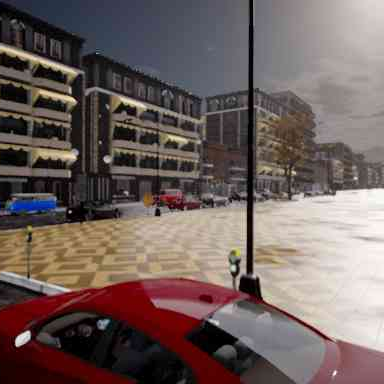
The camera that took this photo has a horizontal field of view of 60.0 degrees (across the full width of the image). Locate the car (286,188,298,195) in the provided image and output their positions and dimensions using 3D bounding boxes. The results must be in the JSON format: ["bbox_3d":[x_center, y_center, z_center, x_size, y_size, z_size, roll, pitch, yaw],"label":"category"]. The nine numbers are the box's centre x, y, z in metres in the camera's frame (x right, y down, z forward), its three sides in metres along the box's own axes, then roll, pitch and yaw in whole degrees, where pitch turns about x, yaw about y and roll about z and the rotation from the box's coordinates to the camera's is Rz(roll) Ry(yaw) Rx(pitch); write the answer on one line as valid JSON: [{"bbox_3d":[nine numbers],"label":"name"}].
[{"bbox_3d":[24.184,-0.020,83.578,2.192,1.841,5.009,2,2,35],"label":"car"}]

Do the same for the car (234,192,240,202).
[{"bbox_3d":[7.040,0.807,48.702,1.837,1.490,4.892,1,1,35],"label":"car"}]

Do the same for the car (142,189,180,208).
[{"bbox_3d":[-3.379,0.713,39.148,2.150,2.045,5.566,1,1,35],"label":"car"}]

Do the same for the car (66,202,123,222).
[{"bbox_3d":[-6.910,1.334,23.841,1.947,1.339,4.313,2,2,35],"label":"car"}]

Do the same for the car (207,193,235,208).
[{"bbox_3d":[2.586,1.057,37.585,2.008,1.369,4.403,2,2,35],"label":"car"}]

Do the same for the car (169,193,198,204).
[{"bbox_3d":[-1.142,0.918,46.931,1.947,1.339,4.313,2,2,35],"label":"car"}]

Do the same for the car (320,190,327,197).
[{"bbox_3d":[27.911,0.368,74.239,2.008,1.369,4.403,2,2,35],"label":"car"}]

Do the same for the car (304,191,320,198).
[{"bbox_3d":[24.746,0.453,69.658,2.008,1.369,4.403,2,2,35],"label":"car"}]

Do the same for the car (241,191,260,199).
[{"bbox_3d":[11.423,0.535,65.117,1.752,1.417,4.829,2,2,35],"label":"car"}]

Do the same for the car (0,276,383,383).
[{"bbox_3d":[-0.486,1.545,3.211,4.507,1.381,1.887,0,0,35],"label":"car"}]

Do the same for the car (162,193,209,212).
[{"bbox_3d":[-0.580,1.138,33.003,1.887,1.381,4.507,2,2,35],"label":"car"}]

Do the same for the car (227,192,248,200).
[{"bbox_3d":[8.354,0.659,60.676,1.947,1.339,4.313,2,2,35],"label":"car"}]

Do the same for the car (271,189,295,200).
[{"bbox_3d":[15.346,0.682,56.052,1.752,1.417,4.829,2,2,35],"label":"car"}]

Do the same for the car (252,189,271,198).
[{"bbox_3d":[14.688,0.236,69.833,2.192,1.841,5.009,2,2,35],"label":"car"}]

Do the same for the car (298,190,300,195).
[{"bbox_3d":[27.347,0.125,88.166,1.887,1.381,4.507,2,2,35],"label":"car"}]

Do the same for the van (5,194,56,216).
[{"bbox_3d":[-13.802,1.043,28.598,1.690,1.788,3.998,2,2,35],"label":"van"}]

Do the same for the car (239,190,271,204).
[{"bbox_3d":[8.917,0.883,46.749,2.008,1.369,4.403,2,2,35],"label":"car"}]

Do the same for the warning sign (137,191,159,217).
[{"bbox_3d":[-3.295,0.856,24.930,1.300,1.860,1.060,-1,0,35],"label":"warning sign"}]

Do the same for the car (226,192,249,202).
[{"bbox_3d":[7.522,0.798,54.759,1.994,1.385,4.181,1,1,35],"label":"car"}]

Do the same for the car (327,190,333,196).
[{"bbox_3d":[34.243,0.087,83.400,1.967,1.590,4.097,2,2,35],"label":"car"}]

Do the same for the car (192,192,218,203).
[{"bbox_3d":[2.023,0.816,51.512,2.008,1.369,4.403,2,2,35],"label":"car"}]
